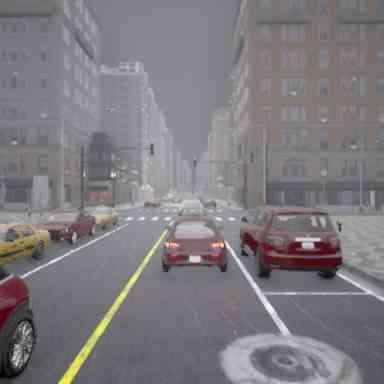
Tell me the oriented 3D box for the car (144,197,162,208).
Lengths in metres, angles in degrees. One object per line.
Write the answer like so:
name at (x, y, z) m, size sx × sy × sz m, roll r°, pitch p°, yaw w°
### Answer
car at (-5.853, 1.556, 48.335) m, size 1.887 × 1.381 × 4.507 m, roll 1°, pitch 0°, yaw 0°

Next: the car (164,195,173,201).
car at (-5.853, 1.467, 82.372) m, size 1.967 × 1.590 × 4.097 m, roll 1°, pitch 0°, yaw 0°

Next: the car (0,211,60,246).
car at (-5.851, 1.528, 9.896) m, size 1.752 × 1.417 × 4.829 m, roll 1°, pitch 0°, yaw 0°

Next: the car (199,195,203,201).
car at (2.672, 1.597, 59.673) m, size 1.802 × 1.307 × 4.206 m, roll 1°, pitch 0°, yaw 0°

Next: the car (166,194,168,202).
car at (-5.854, 1.602, 71.026) m, size 1.802 × 1.307 × 4.206 m, roll 1°, pitch 0°, yaw 0°

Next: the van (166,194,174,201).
van at (-5.852, 1.372, 88.045) m, size 1.690 × 1.788 × 3.998 m, roll 1°, pitch 0°, yaw 0°

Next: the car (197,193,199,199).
car at (2.675, 1.335, 71.020) m, size 2.192 × 1.841 × 5.009 m, roll 1°, pitch 0°, yaw 0°

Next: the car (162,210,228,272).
car at (0.084, 1.528, 10.693) m, size 1.812 × 1.442 × 4.674 m, roll 0°, pitch 0°, yaw 0°

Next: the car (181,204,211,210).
car at (0.061, 1.605, 20.191) m, size 1.895 × 1.301 × 4.718 m, roll 0°, pitch 0°, yaw 0°

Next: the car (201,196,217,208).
car at (2.673, 1.593, 48.326) m, size 1.802 × 1.307 × 4.206 m, roll 1°, pitch 0°, yaw 0°

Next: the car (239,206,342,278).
car at (2.677, 1.317, 10.057) m, size 2.192 × 1.841 × 5.009 m, roll 1°, pitch 0°, yaw 0°

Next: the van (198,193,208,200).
van at (2.675, 1.358, 65.347) m, size 1.690 × 1.788 × 3.998 m, roll 1°, pitch 0°, yaw 0°

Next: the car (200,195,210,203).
car at (2.673, 1.595, 53.999) m, size 1.802 × 1.307 × 4.206 m, roll 1°, pitch 0°, yaw 0°

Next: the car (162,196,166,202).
car at (-5.853, 1.558, 54.008) m, size 1.887 × 1.381 × 4.507 m, roll 1°, pitch 0°, yaw 0°

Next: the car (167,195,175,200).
car at (-5.855, 1.616, 93.717) m, size 1.802 × 1.307 × 4.206 m, roll 1°, pitch 0°, yaw 0°

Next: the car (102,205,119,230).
car at (-5.851, 1.530, 21.145) m, size 1.752 × 1.417 × 4.829 m, roll 1°, pitch 0°, yaw 0°

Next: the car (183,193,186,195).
car at (-3.003, 1.555, 79.776) m, size 2.033 × 1.411 × 5.357 m, roll 0°, pitch 0°, yaw 0°

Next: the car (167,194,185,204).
car at (-3.023, 1.511, 64.387) m, size 2.128 × 1.511 × 4.902 m, roll 0°, pitch 0°, yaw 0°

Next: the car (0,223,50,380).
car at (-3.100, 1.353, 2.449) m, size 2.097 × 1.767 × 4.553 m, roll 0°, pitch 0°, yaw 0°

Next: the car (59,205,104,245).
car at (-5.851, 1.548, 15.690) m, size 1.887 × 1.381 × 4.507 m, roll 1°, pitch 0°, yaw 0°
